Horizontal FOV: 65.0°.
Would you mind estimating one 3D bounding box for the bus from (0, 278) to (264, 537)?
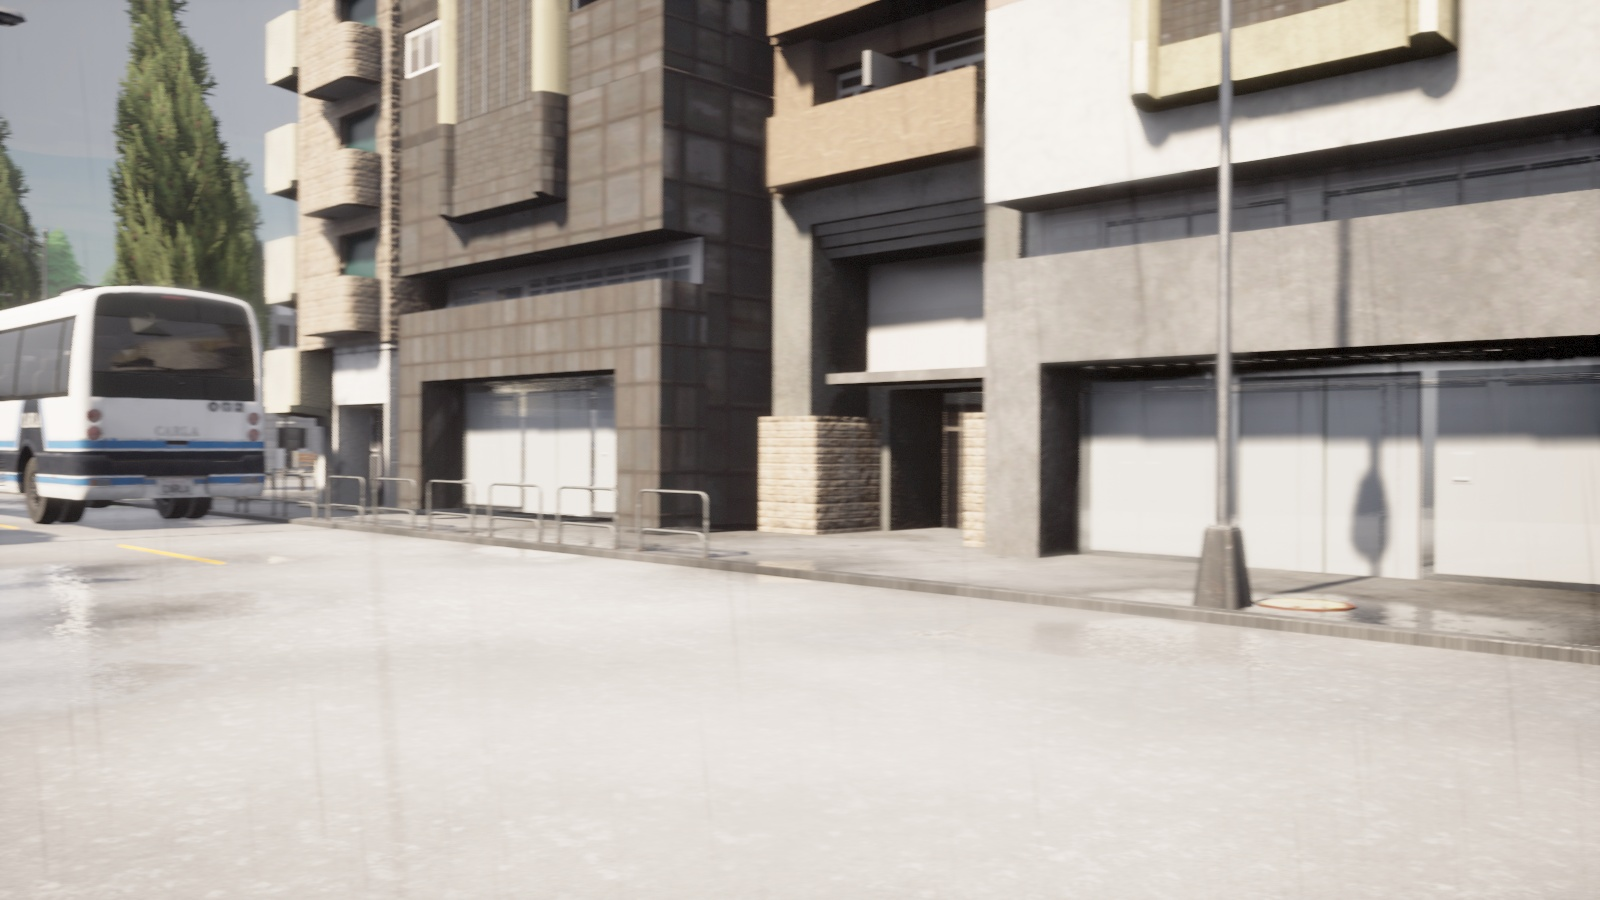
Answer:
[{"bbox_3d":[-15.145,-0.713,25.632,10.273,4.253,3.944,0,0,43],"label":"bus"}]
